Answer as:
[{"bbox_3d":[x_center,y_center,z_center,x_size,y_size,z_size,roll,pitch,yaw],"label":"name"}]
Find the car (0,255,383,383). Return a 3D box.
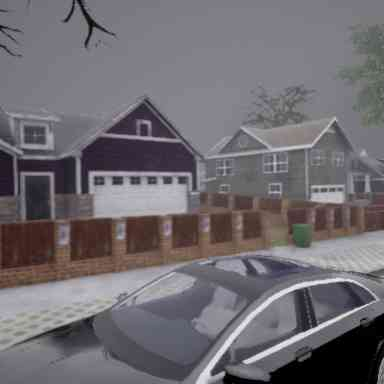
[{"bbox_3d":[0.388,1.495,3.305,4.902,1.511,2.128,0,0,-36],"label":"car"}]
